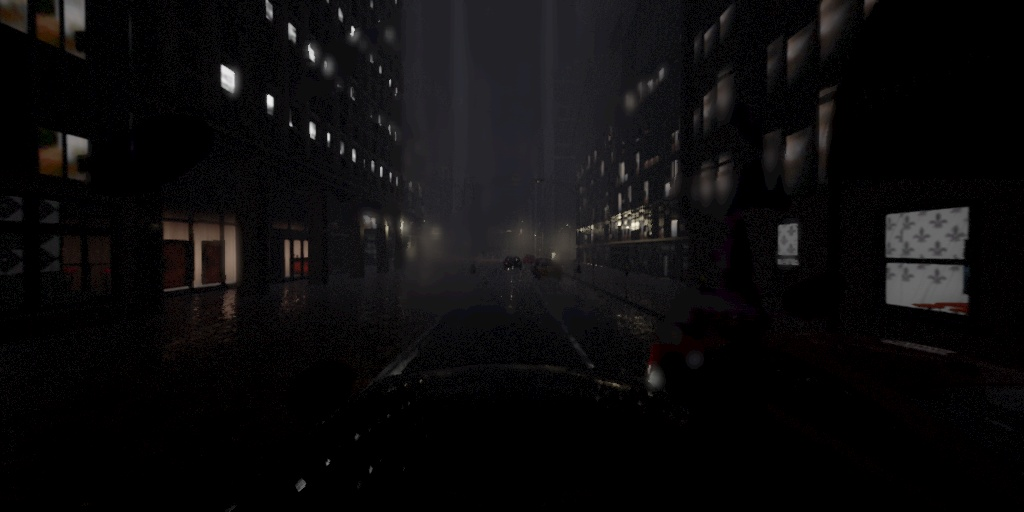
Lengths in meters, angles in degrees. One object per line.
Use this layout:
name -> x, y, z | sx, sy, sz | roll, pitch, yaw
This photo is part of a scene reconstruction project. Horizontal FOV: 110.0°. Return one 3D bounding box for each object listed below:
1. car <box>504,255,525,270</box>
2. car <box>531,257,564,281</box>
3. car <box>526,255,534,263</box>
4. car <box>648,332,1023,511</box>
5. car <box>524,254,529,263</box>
car -> 0.093, 0.766, 38.786 | 1.895, 1.301, 4.718 | 0, 1, 0
car -> 2.557, 0.910, 25.172 | 1.751, 1.417, 4.829 | 0, 0, 0
car -> 2.555, 0.847, 30.553 | 2.007, 1.370, 4.403 | 0, 0, 0
car -> 2.565, 1.278, 2.799 | 1.888, 1.381, 4.507 | 0, 0, 0
car -> 2.547, 0.486, 52.756 | 1.888, 1.381, 4.507 | 0, 0, 0
